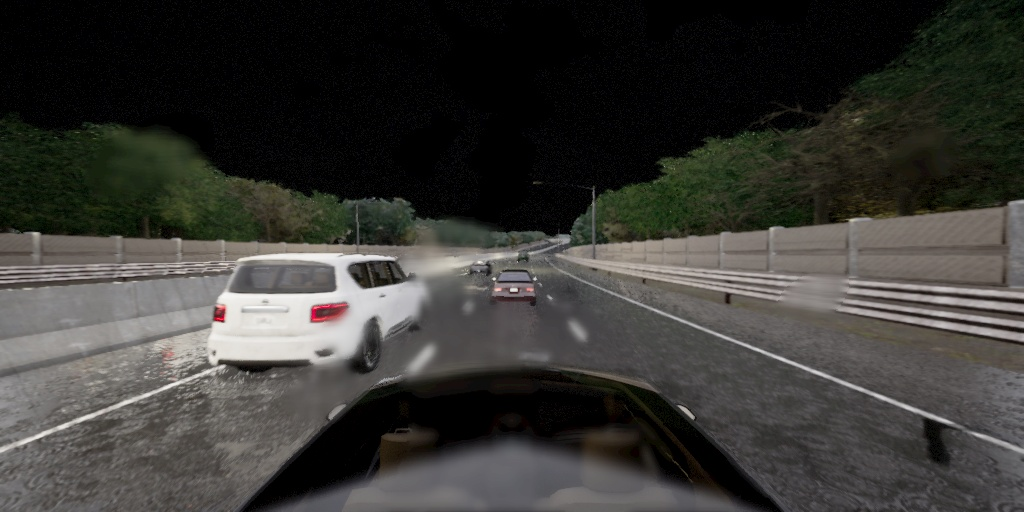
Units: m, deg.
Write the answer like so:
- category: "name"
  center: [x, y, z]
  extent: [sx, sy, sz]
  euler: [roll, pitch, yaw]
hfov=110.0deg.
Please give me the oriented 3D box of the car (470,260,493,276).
- category: "car"
  center: [-2.952, 1.127, 34.931]
  extent: [2.128, 1.511, 4.902]
  euler: [0, 1, 2]

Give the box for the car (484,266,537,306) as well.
- category: "car"
  center: [0.105, 1.301, 15.847]
  extent: [2.033, 1.411, 5.357]
  euler: [0, 0, 1]

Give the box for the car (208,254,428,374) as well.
- category: "car"
  center: [-3.422, 0.981, 7.673]
  extent: [2.150, 2.045, 5.566]
  euler: [0, 0, 0]
